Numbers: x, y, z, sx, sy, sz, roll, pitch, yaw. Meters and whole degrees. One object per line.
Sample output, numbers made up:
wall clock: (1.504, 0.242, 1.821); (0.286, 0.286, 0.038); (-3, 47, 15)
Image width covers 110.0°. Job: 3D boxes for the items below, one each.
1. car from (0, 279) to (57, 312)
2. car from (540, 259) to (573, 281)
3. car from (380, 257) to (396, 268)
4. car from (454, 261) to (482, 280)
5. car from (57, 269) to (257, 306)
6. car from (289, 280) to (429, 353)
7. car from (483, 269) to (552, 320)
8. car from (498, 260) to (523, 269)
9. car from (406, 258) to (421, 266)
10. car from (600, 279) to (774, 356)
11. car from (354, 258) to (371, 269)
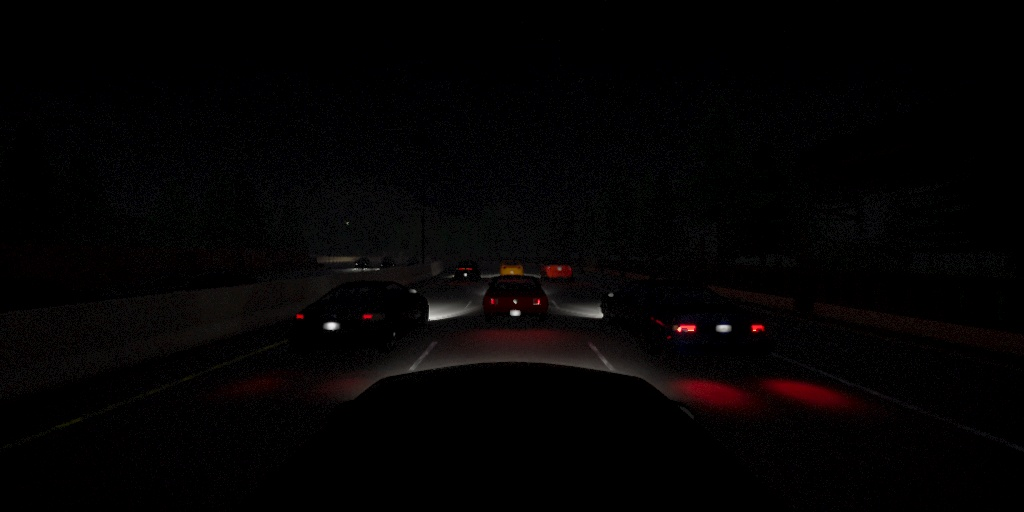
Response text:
car: (-14.101, 1.316, 9.422); (1.895, 1.301, 4.718); (0, 0, 0)
car: (3.454, 0.981, 28.712); (2.097, 1.767, 4.553); (0, 0, -2)
car: (-18.084, 0.874, 52.573); (2.097, 1.767, 4.553); (0, 0, -17)
car: (-3.552, 1.132, 29.115); (1.837, 1.490, 4.892); (0, 0, -2)
car: (-10.606, 1.197, 11.706); (2.128, 1.511, 4.902); (0, 0, 0)
car: (-3.402, 1.282, 8.768); (1.994, 1.385, 4.181); (0, 0, 0)
car: (0.100, 1.303, 12.305); (1.895, 1.301, 4.718); (0, 0, 0)
car: (-0.118, 1.098, 30.571); (1.882, 1.535, 5.008); (0, 0, -2)
car: (-14.855, 0.993, 54.017); (1.882, 1.535, 5.008); (0, 0, -17)
car: (3.600, 1.267, 8.607); (2.033, 1.411, 5.357); (0, 0, 0)
car: (-21.501, 1.030, 51.824); (1.837, 1.490, 4.892); (0, 0, -17)
